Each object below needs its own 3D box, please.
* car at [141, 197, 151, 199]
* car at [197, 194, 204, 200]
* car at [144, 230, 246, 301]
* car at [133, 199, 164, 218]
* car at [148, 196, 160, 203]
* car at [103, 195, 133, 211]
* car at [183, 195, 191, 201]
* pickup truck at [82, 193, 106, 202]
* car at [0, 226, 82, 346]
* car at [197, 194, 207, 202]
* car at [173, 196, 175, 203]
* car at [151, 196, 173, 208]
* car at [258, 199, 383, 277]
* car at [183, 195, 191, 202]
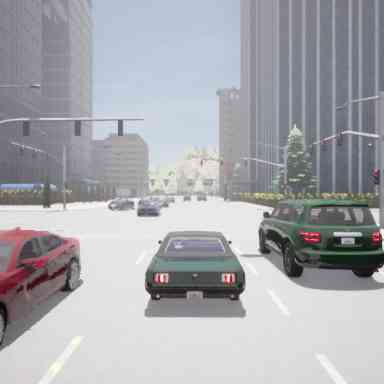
[{"bbox_3d":[-7.882,1.598,55.709,1.895,1.301,4.718,0,0,-1],"label":"car"},{"bbox_3d":[2.227,1.382,89.046,1.882,1.535,5.008,0,0,-1],"label":"car"},{"bbox_3d":[0.074,1.600,8.301,1.895,1.301,4.718,0,0,0],"label":"car"},{"bbox_3d":[-3.916,1.599,30.570,1.895,1.301,4.718,0,0,-1],"label":"car"},{"bbox_3d":[-8.007,1.521,70.264,2.128,1.511,4.902,0,0,-1],"label":"car"},{"bbox_3d":[-8.530,1.489,40.747,2.128,1.511,4.902,0,0,12],"label":"car"},{"bbox_3d":[-1.271,1.535,88.851,2.033,1.411,5.357,0,0,-1],"label":"car"},{"bbox_3d":[-21.173,1.055,73.355,2.390,2.098,6.274,0,0,30],"label":"pickup truck"},{"bbox_3d":[-3.597,1.477,6.069,1.882,1.535,5.008,0,0,0],"label":"car"},{"bbox_3d":[2.373,1.344,78.765,2.097,1.767,4.553,0,0,-1],"label":"car"},{"bbox_3d":[-4.485,1.489,68.167,2.128,1.511,4.902,0,0,-1],"label":"car"},{"bbox_3d":[-4.282,1.489,47.981,2.128,1.511,4.902,0,0,-1],"label":"car"},{"bbox_3d":[3.585,1.221,10.330,2.150,2.045,5.566,0,0,0],"label":"car"},{"bbox_3d":[-1.122,1.496,78.496,1.837,1.490,4.892,0,0,-1],"label":"car"}]
